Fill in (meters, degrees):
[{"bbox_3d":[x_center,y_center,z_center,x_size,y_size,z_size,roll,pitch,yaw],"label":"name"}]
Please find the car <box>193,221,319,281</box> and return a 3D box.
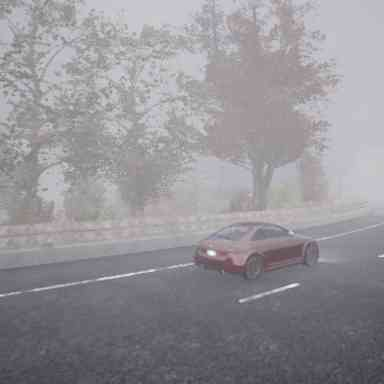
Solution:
[{"bbox_3d":[2.055,1.591,10.094,4.181,1.385,1.994,0,0,-40],"label":"car"}]
